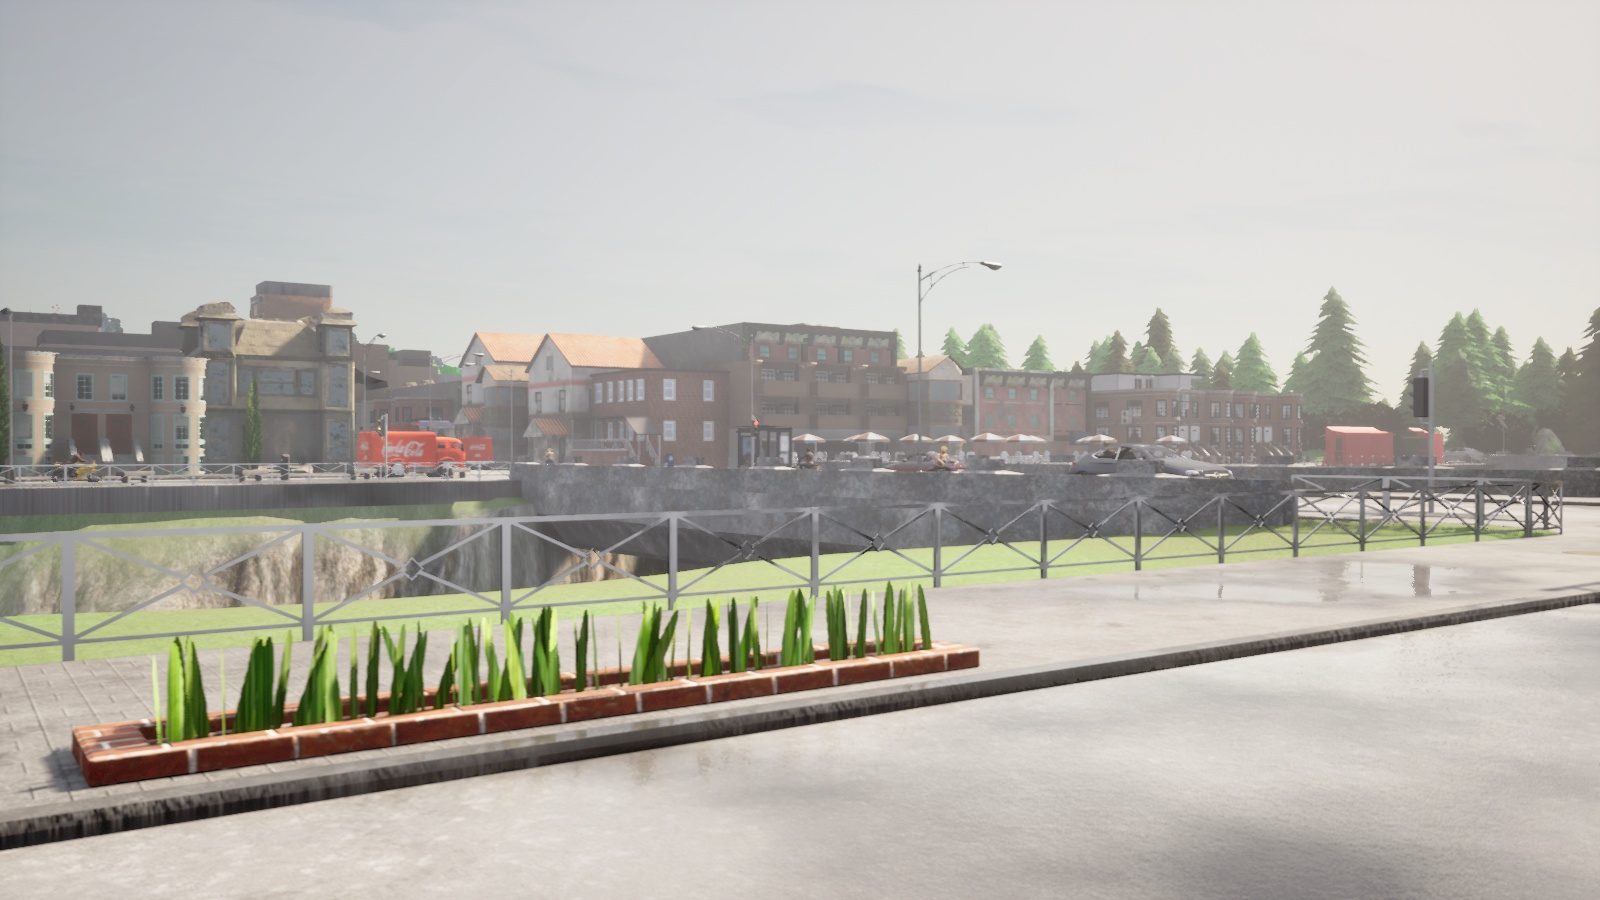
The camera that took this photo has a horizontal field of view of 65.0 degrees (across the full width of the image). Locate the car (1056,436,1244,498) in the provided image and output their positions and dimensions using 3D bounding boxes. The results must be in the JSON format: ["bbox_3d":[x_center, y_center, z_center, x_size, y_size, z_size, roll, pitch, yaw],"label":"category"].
[{"bbox_3d":[10.054,0.459,36.439,2.152,1.651,5.027,0,0,-35],"label":"car"}]

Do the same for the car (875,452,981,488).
[{"bbox_3d":[5.100,0.771,50.559,1.994,1.385,4.181,0,0,-36],"label":"car"}]

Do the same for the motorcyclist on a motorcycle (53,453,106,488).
[{"bbox_3d":[-32.581,0.909,56.791,2.044,1.523,0.797,0,0,-35],"label":"motorcyclist on a motorcycle"}]

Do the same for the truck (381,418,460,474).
[{"bbox_3d":[-27.250,-0.274,89.953,2.891,3.827,8.468,0,0,-35],"label":"truck"}]

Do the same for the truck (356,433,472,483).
[{"bbox_3d":[-20.114,0.365,65.568,5.204,2.467,2.627,0,1,-37],"label":"truck"}]

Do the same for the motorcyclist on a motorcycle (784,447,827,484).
[{"bbox_3d":[0.258,0.685,57.470,0.766,1.649,2.350,0,0,-34],"label":"motorcyclist on a motorcycle"}]

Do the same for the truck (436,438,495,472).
[{"bbox_3d":[-25.010,0.390,93.745,2.627,2.467,5.204,0,0,-35],"label":"truck"}]
